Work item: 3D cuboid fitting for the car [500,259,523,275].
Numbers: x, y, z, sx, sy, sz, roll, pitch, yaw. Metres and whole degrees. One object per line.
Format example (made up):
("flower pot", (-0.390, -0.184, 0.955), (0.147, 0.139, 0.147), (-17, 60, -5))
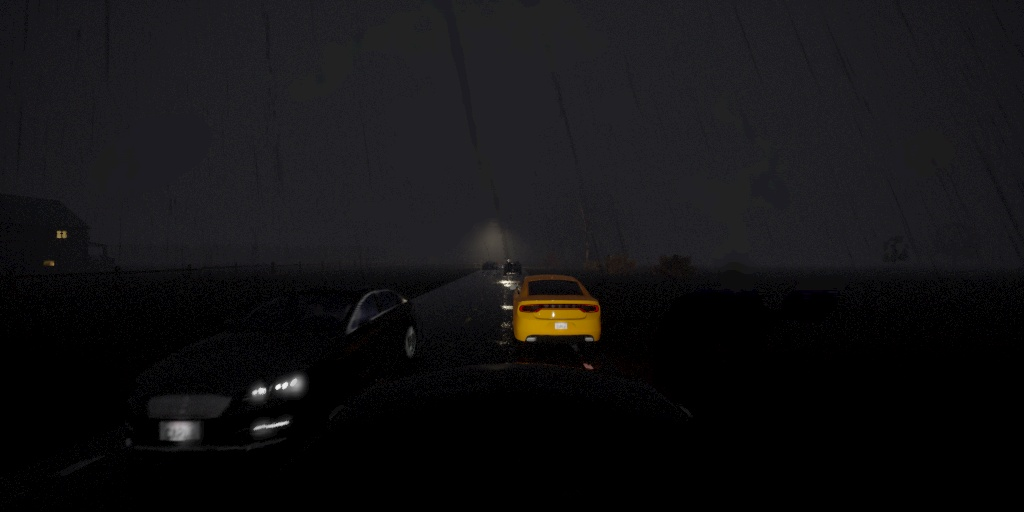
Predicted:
("car", (0.098, 1.236, 39.195), (2.128, 1.511, 4.902), (0, 0, 0))

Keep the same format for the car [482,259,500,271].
("car", (-2.831, 1.307, 47.253), (1.994, 1.385, 4.181), (0, 0, 0))

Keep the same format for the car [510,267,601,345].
("car", (0.966, 1.227, 9.533), (1.882, 1.535, 5.008), (0, 0, 0))

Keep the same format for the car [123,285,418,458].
("car", (-2.849, 1.241, 5.532), (2.128, 1.511, 4.902), (0, 0, 0))
